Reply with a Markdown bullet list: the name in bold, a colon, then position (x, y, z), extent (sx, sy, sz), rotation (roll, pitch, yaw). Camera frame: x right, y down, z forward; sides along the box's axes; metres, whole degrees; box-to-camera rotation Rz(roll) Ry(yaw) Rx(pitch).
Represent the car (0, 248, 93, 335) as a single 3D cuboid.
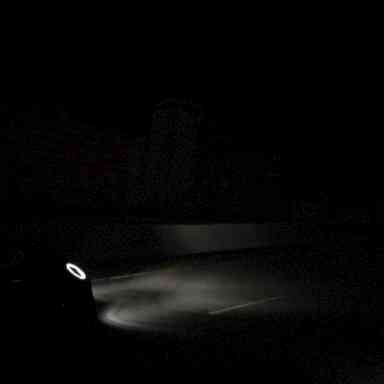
- **car**: position (-3.960, 1.351, 5.220), extent (4.553, 1.767, 2.097), rotation (0, 0, -35)
